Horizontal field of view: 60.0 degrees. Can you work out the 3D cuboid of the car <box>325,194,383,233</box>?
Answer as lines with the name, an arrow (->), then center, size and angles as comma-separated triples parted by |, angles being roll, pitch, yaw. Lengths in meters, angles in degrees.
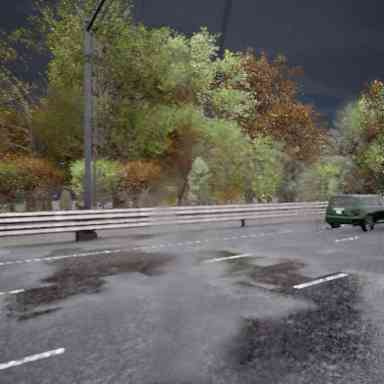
car -> 10.130, 1.159, 19.527 | 5.566, 2.045, 2.150 | -1, 0, -35
